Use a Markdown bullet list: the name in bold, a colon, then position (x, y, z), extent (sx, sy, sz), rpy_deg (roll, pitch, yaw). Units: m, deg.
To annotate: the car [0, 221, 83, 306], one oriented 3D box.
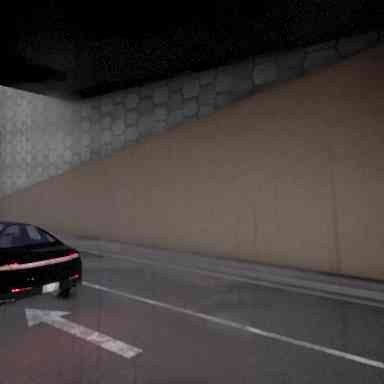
- **car**: position (-4.386, 1.386, 7.103), extent (4.902, 1.511, 2.128), rpy_deg (1, 1, 36)
